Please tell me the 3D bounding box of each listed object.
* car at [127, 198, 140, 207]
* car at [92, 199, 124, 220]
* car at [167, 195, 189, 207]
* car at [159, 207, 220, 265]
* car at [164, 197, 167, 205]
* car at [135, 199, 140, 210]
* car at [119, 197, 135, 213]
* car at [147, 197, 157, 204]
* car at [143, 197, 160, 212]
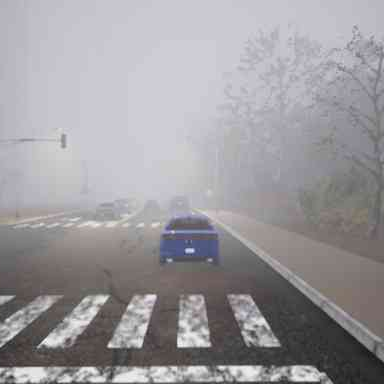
[{"bbox_3d":[-10.033,1.823,57.394,1.994,1.385,4.181,0,0,-7],"label":"car"},{"bbox_3d":[-7.633,1.673,30.042,1.812,1.442,4.674,0,0,-4],"label":"car"},{"bbox_3d":[-1.518,1.399,38.385,2.150,2.045,5.566,0,0,-5],"label":"car"},{"bbox_3d":[-0.119,1.538,11.997,1.882,1.535,5.008,0,0,-1],"label":"car"},{"bbox_3d":[-4.423,1.760,64.886,1.882,1.535,5.008,0,0,-7],"label":"car"},{"bbox_3d":[-8.981,1.572,47.553,2.097,1.767,4.553,0,0,-5],"label":"car"},{"bbox_3d":[-8.268,1.537,38.985,2.097,1.767,4.553,0,0,-4],"label":"car"},{"bbox_3d":[-8.724,1.792,72.114,1.882,1.535,5.008,0,0,-8],"label":"car"},{"bbox_3d":[-5.074,1.699,41.802,1.837,1.490,4.892,0,0,-5],"label":"car"}]
